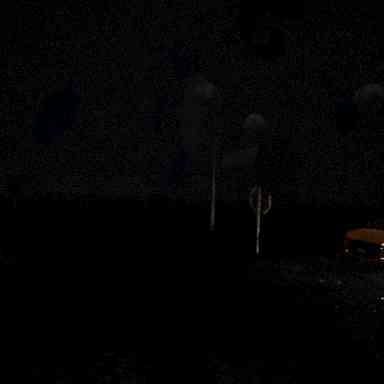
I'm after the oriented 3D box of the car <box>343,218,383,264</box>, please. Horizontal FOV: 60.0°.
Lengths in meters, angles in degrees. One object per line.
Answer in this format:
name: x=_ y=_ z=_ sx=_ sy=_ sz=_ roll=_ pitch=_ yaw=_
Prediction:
car: x=7.253 y=1.533 z=11.232 sx=5.008 sy=1.535 sz=1.882 roll=1 pitch=1 yaw=-30
